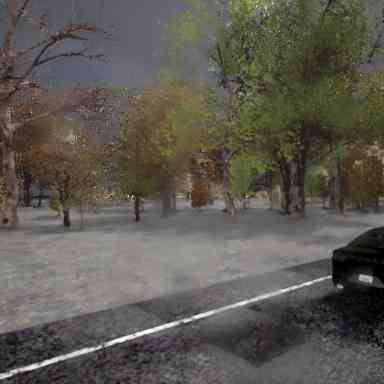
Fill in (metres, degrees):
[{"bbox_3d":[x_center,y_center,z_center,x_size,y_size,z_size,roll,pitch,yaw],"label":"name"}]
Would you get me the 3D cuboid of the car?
[{"bbox_3d":[5.338,1.553,8.076,5.008,1.535,1.882,0,-1,-39],"label":"car"}]
